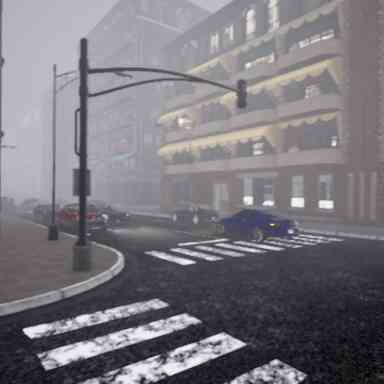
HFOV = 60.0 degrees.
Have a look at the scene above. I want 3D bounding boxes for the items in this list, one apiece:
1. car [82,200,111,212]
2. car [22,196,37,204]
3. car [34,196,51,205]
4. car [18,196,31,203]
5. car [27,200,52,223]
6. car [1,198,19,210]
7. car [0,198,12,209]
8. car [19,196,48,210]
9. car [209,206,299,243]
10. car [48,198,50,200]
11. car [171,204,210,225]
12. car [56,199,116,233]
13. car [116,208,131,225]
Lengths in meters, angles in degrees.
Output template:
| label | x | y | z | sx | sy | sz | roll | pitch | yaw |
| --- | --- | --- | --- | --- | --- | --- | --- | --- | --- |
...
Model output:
| label | x | y | z | sx | sy | sz | roll | pitch | yaw |
| --- | --- | --- | --- | --- | --- | --- | --- | --- | --- |
| car | -11.367 | 1.607 | 39.370 | 1.947 | 1.339 | 4.313 | 0 | 0 | -37 |
| car | -33.883 | 1.581 | 69.314 | 1.967 | 1.590 | 4.097 | 0 | 0 | -37 |
| car | -27.098 | 1.545 | 60.289 | 1.967 | 1.590 | 4.097 | 0 | 0 | -37 |
| car | -37.377 | 1.686 | 73.961 | 1.752 | 1.417 | 4.829 | 0 | 0 | -37 |
| car | -10.970 | 1.536 | 25.544 | 1.947 | 1.339 | 4.313 | 0 | 0 | -37 |
| car | -23.218 | 1.453 | 42.017 | 1.967 | 1.590 | 4.097 | 0 | 0 | -37 |
| car | -26.610 | 1.593 | 46.528 | 1.947 | 1.339 | 4.313 | 0 | 0 | -37 |
| car | -19.983 | 1.549 | 41.898 | 1.812 | 1.442 | 4.674 | 0 | -1 | -36 |
| car | 2.993 | 1.497 | 15.992 | 1.812 | 1.442 | 4.674 | 1 | -1 | -30 |
| car | -20.311 | 1.656 | 51.264 | 1.802 | 1.307 | 4.206 | 0 | 0 | -37 |
| car | 0.148 | 1.554 | 24.267 | 2.008 | 1.369 | 4.403 | 0 | 0 | -37 |
| car | -6.358 | 1.394 | 19.375 | 1.967 | 1.590 | 4.097 | 0 | 0 | -37 |
| car | -6.113 | 1.577 | 23.374 | 1.895 | 1.301 | 4.718 | 0 | 0 | -37 |
